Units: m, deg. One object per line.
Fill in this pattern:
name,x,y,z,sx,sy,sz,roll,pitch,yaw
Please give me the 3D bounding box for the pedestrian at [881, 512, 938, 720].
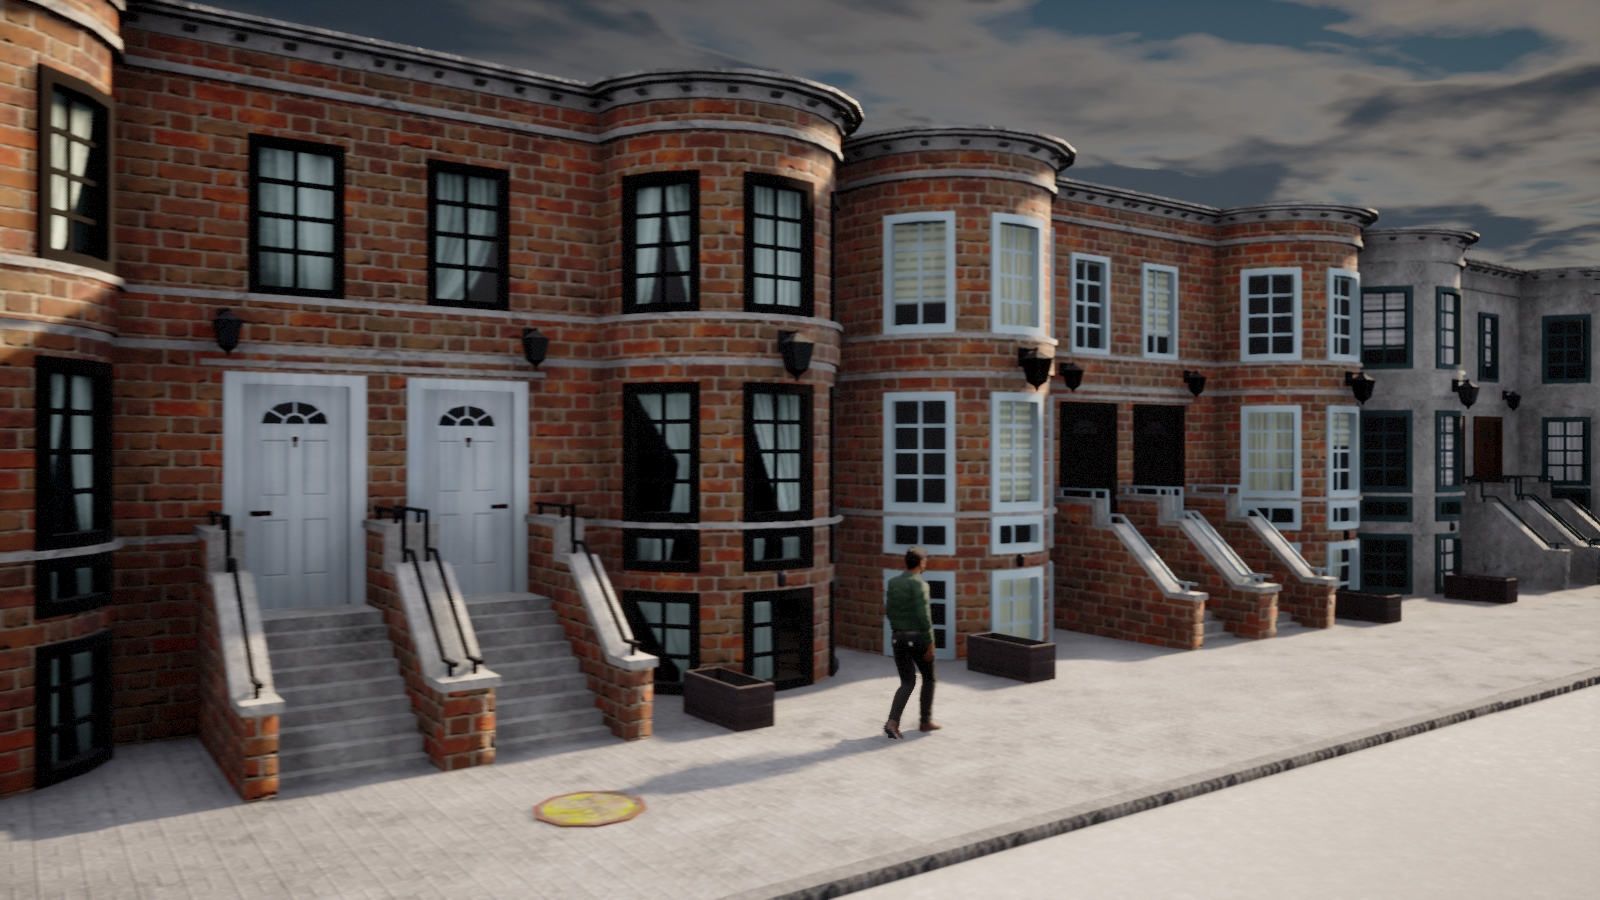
pedestrian,1.016,1.524,10.641,0.375,1.860,0.375,0,0,-44
